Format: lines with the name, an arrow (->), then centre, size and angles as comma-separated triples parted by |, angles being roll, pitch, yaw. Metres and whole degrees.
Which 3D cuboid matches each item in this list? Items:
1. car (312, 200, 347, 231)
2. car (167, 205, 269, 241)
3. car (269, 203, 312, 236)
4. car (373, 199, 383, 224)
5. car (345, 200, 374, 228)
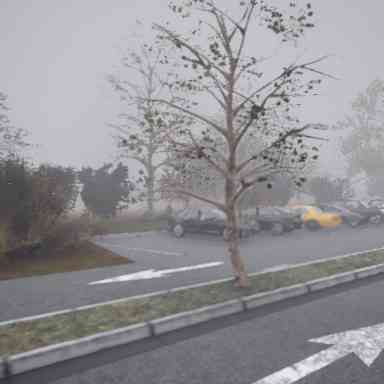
car -> 6.362, 1.499, 20.640 | 5.366, 1.575, 1.946 | -1, 0, 35
car -> 0.971, 1.512, 16.626 | 4.892, 1.521, 2.231 | -1, -1, 35
car -> 3.750, 1.507, 18.575 | 4.892, 1.521, 2.231 | -1, 0, 35
car -> 12.032, 1.361, 24.476 | 4.553, 1.767, 2.185 | -1, -1, 35
car -> 9.313, 1.522, 22.485 | 4.792, 1.488, 2.163 | -1, -1, 35
